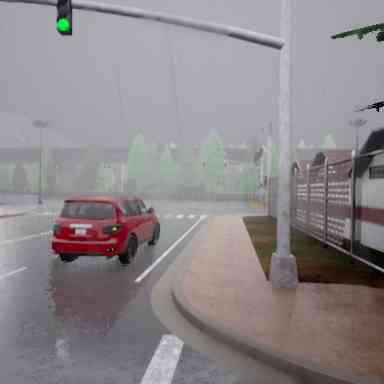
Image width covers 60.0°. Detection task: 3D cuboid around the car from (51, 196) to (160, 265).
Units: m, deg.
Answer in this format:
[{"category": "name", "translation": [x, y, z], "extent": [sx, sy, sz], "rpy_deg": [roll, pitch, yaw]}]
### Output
[{"category": "car", "translation": [-2.687, 1.143, 11.661], "extent": [2.150, 2.045, 5.566], "rpy_deg": [1, 1, 7]}]
